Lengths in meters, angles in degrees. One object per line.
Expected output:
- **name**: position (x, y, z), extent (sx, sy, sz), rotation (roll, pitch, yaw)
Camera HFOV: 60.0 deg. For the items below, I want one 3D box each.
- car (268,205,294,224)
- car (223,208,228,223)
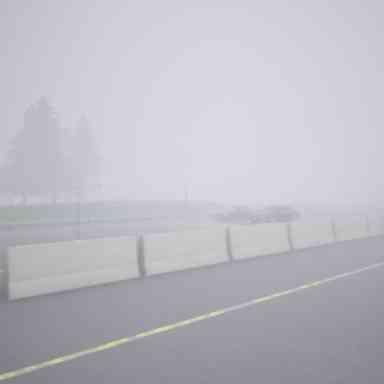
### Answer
- **car**: position (6.741, 1.818, 26.831), extent (4.892, 1.490, 1.837), rotation (1, -1, -37)
- **car**: position (3.891, 1.903, 29.054), extent (4.674, 1.442, 1.812), rotation (0, -1, -38)
